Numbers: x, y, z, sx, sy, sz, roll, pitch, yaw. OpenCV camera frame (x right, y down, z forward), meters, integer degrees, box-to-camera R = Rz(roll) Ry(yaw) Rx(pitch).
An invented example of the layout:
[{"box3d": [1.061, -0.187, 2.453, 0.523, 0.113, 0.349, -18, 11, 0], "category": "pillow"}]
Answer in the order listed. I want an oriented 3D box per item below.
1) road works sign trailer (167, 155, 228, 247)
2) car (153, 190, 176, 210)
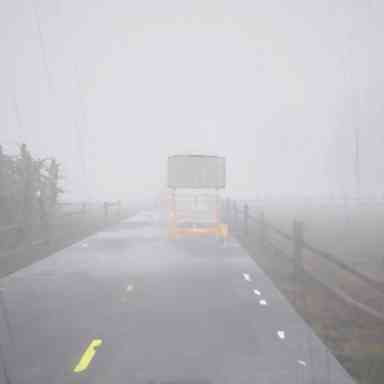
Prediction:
[{"box3d": [0.172, 0.259, 13.810, 2.380, 3.560, 2.880, 0, 1, -3], "category": "road works sign trailer"}, {"box3d": [-2.850, 0.811, 35.772, 2.150, 2.045, 5.566, 0, 0, 0], "category": "car"}]
